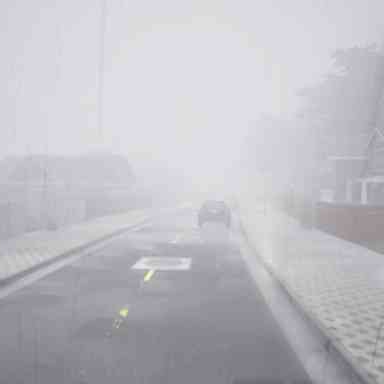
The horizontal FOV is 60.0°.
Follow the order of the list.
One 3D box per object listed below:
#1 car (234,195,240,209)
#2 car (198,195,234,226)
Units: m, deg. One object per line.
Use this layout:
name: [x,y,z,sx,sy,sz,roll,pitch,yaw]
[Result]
car: [4.938,1.152,42.197,2.097,1.767,4.553,1,1,12]
car: [1.627,1.287,22.962,2.097,1.767,4.553,0,0,7]
